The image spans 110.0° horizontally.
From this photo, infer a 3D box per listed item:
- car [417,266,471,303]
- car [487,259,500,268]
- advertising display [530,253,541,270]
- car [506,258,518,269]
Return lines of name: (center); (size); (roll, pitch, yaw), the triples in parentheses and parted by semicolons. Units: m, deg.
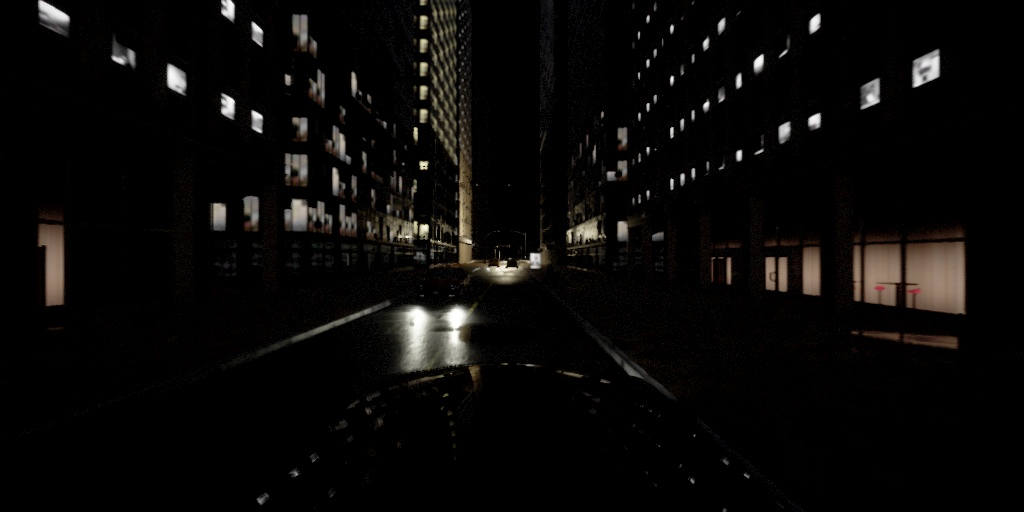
car: (-3.096, 1.228, 17.041); (1.882, 1.535, 5.008); (0, 0, 0)
car: (-3.026, 1.225, 59.970); (1.882, 1.535, 5.008); (0, 0, 1)
advertising display: (3.142, 0.774, 47.749); (1.540, 2.440, 0.280); (0, 0, 0)
car: (0.008, 1.273, 55.932); (1.812, 1.442, 4.674); (0, 0, 0)
